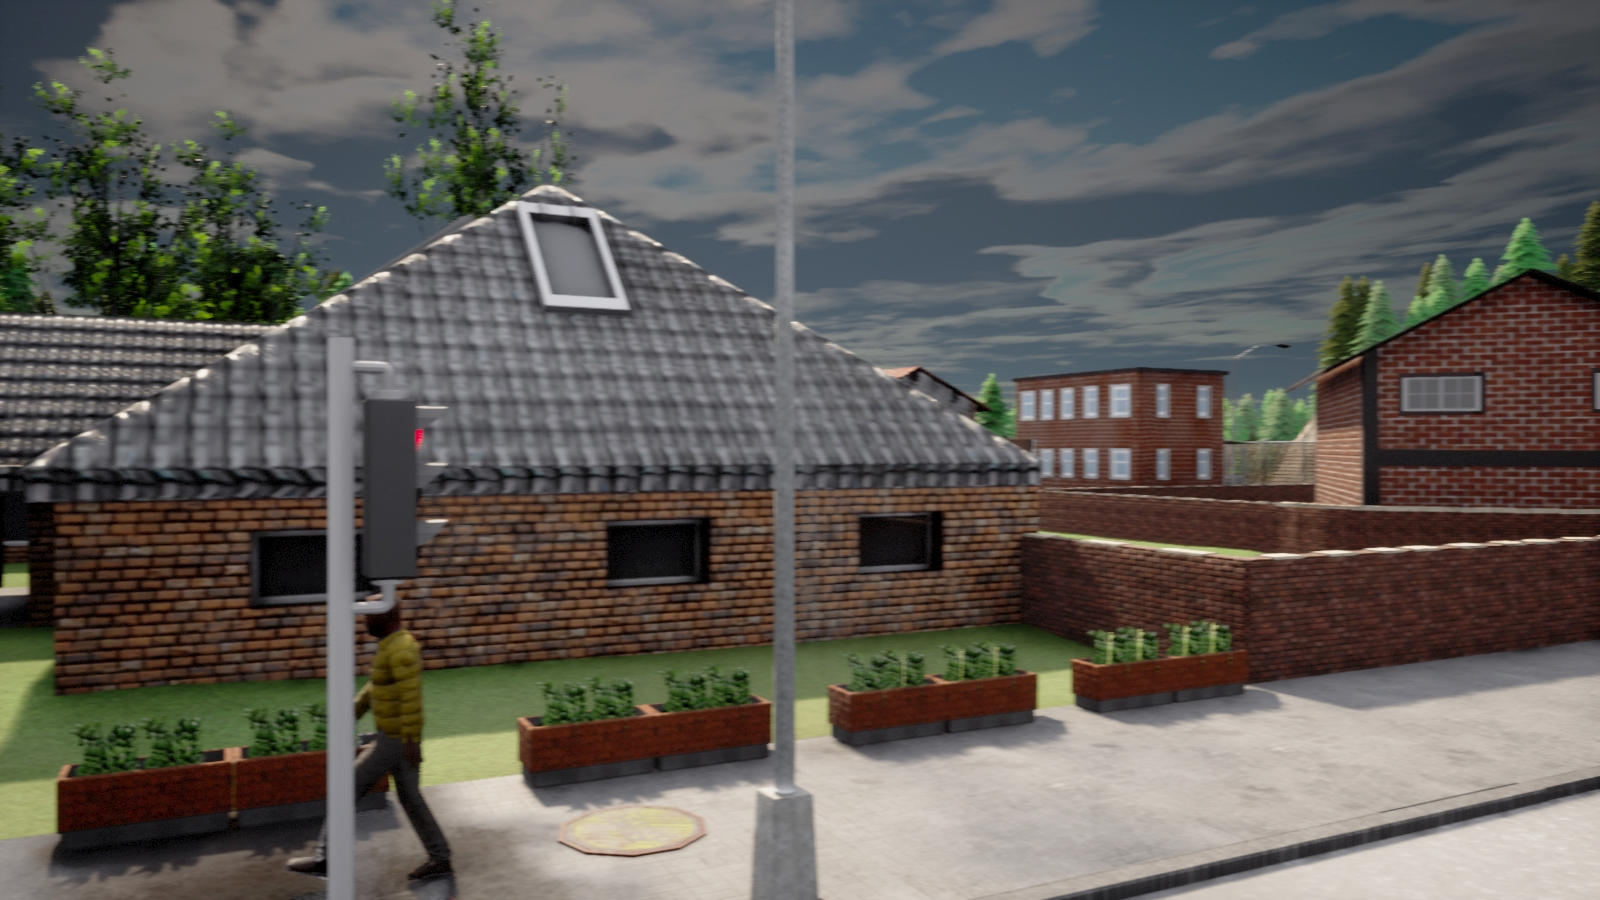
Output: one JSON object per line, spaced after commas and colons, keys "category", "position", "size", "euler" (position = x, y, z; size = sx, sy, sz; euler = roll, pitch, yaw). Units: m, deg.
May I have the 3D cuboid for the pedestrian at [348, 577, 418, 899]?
{"category": "pedestrian", "position": [-2.548, 1.731, 7.000], "size": [0.375, 1.860, 0.375], "euler": [0, 0, -15]}
